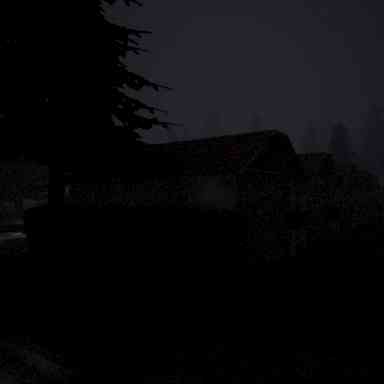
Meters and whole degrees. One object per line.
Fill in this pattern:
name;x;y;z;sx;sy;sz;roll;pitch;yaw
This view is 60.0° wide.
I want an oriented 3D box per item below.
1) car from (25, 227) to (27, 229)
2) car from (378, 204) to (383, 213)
car;-9.422;1.865;23.746;2.097;1.767;4.553;-1;-1;36
car;22.612;2.038;41.482;4.902;1.511;2.128;-1;-1;29
